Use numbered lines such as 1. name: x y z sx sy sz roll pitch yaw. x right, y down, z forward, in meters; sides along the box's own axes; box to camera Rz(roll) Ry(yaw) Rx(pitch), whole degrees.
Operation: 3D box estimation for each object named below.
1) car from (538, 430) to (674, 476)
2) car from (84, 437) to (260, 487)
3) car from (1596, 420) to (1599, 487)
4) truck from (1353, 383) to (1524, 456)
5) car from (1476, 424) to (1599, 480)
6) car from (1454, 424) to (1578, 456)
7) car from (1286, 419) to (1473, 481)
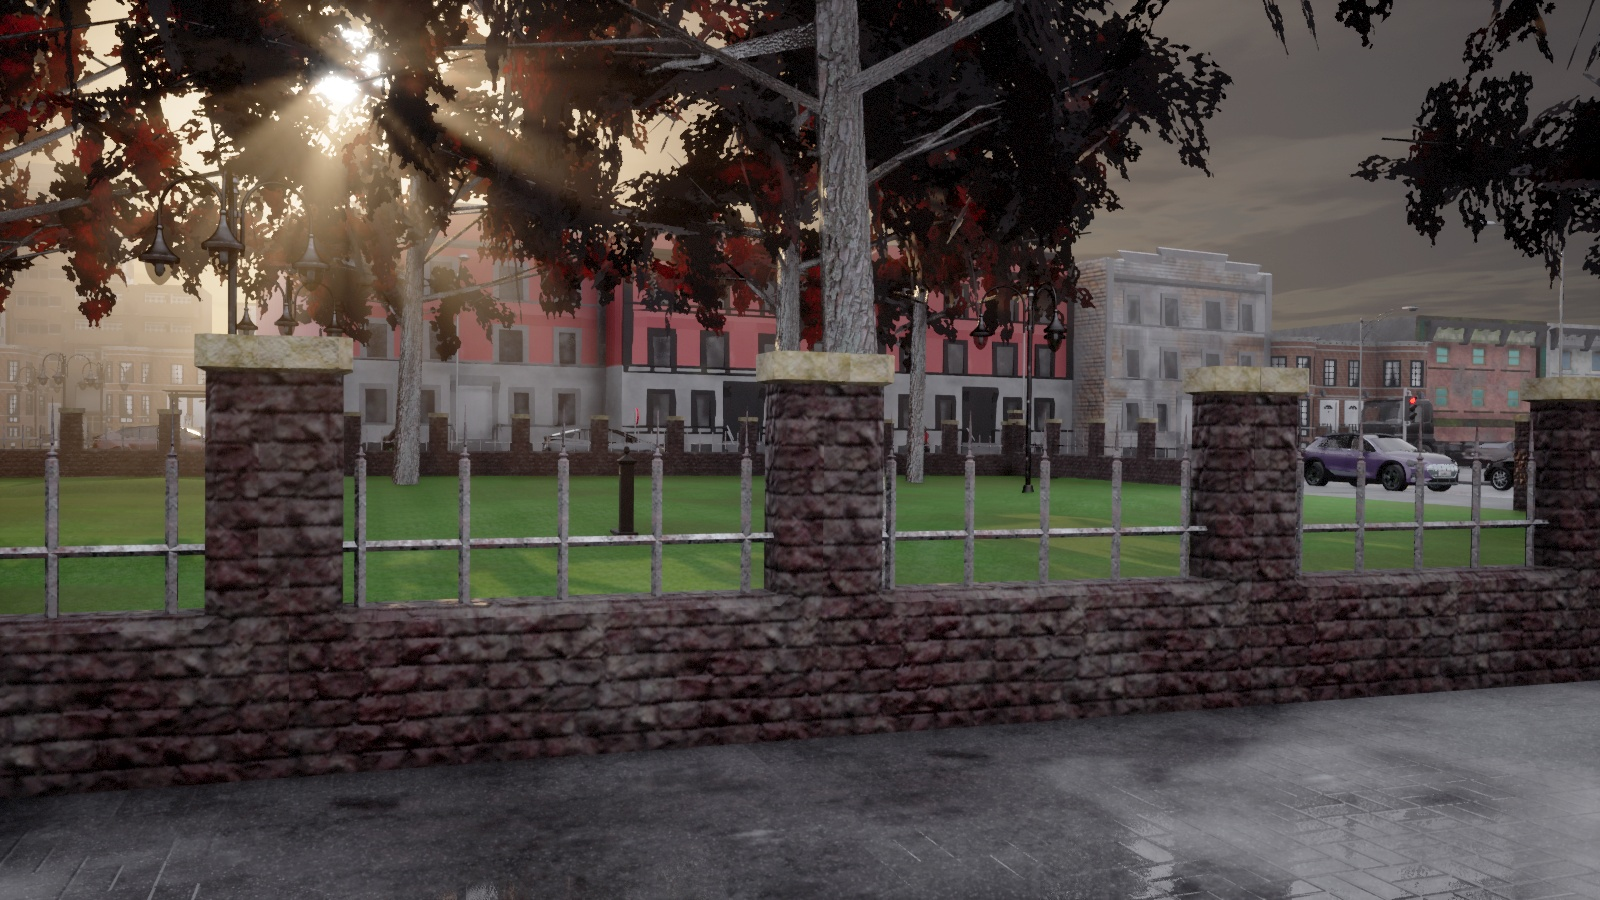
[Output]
1. car: -6.960 0.089 44.948 4.514 1.525 2.007 -1 1 -18
2. car: -20.085 0.357 40.428 4.792 1.488 2.163 -1 1 -19
3. car: 19.865 0.094 26.833 2.007 1.525 4.514 -1 1 -21
4. truck: 31.763 -1.543 62.450 7.936 3.462 2.891 -1 1 -19
5. car: 21.330 0.010 35.097 1.816 1.474 4.193 -1 1 -19
6. car: 33.555 -0.474 58.848 5.357 1.411 2.033 -1 1 -19
7. car: 16.602 -0.041 36.265 2.033 1.649 4.856 -1 1 -21
